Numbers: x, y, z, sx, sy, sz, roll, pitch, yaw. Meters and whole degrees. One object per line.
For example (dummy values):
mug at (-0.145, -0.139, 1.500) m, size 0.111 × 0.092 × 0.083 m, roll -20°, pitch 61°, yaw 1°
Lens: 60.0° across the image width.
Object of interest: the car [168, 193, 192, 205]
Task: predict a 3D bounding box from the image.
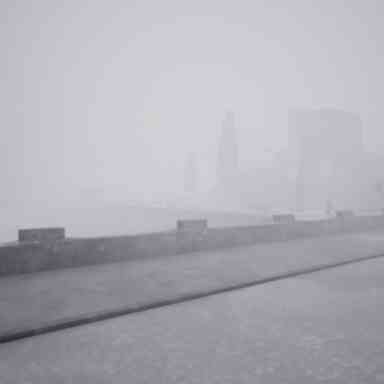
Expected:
car at (-2.220, 1.263, 59.264) m, size 2.150 × 2.045 × 5.566 m, roll 0°, pitch 0°, yaw -35°
